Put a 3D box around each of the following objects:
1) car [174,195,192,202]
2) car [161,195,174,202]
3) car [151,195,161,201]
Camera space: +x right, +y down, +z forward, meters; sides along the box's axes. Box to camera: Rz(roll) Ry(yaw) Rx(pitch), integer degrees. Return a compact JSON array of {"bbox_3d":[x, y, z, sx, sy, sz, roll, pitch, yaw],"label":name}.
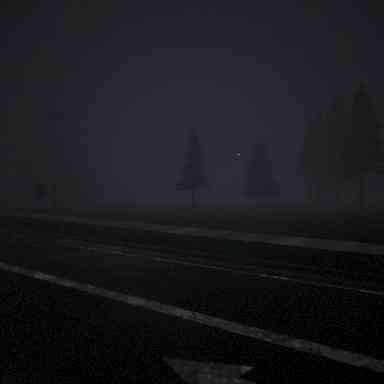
[{"bbox_3d":[-1.291,1.482,72.958,1.895,1.301,4.718,0,0,35],"label":"car"},{"bbox_3d":[-4.144,1.365,74.986,1.882,1.535,5.008,0,0,35],"label":"car"},{"bbox_3d":[-7.014,1.427,76.989,2.033,1.411,5.357,0,0,35],"label":"car"}]
